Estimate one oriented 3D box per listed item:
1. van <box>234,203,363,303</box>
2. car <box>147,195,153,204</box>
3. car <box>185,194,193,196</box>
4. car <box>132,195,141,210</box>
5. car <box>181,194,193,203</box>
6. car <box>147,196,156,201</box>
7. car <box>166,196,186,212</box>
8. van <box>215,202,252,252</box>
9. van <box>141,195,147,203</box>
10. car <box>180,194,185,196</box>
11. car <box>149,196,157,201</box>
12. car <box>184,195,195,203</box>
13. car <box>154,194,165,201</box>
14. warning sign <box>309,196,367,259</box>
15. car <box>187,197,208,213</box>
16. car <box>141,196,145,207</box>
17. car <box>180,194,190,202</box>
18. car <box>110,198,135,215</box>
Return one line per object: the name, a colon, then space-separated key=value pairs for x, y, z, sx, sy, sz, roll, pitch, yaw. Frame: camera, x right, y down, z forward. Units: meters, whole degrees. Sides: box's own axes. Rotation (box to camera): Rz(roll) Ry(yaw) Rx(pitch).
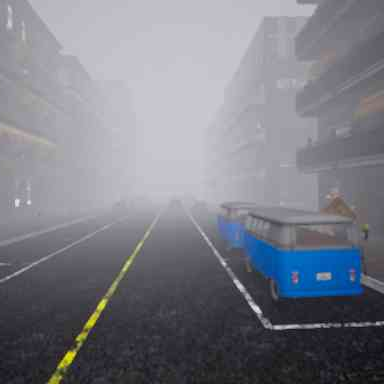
van: x=2.305 y=1.313 z=7.932 sx=1.690 sy=1.788 sz=3.998 roll=-1 pitch=0 yaw=-3
car: x=-9.154 y=1.411 z=63.433 sx=2.192 sy=1.841 sz=5.009 roll=-1 pitch=0 yaw=-3
car: x=-0.486 y=1.310 z=58.274 sx=2.192 sy=1.841 sz=5.009 roll=-1 pitch=0 yaw=-3
car: x=-7.888 y=1.524 z=41.060 sx=1.967 sy=1.590 sz=4.097 roll=-1 pitch=0 yaw=-3
car: x=-1.106 y=1.316 z=69.461 sx=2.192 sy=1.841 sz=5.009 roll=-1 pitch=0 yaw=-3
car: x=-10.398 y=1.690 z=85.806 sx=1.802 sy=1.307 sz=4.206 roll=-1 pitch=0 yaw=-3
car: x=-1.966 y=1.541 z=38.353 sx=1.812 sy=1.442 sz=4.674 roll=-1 pitch=0 yaw=-3
van: x=1.995 y=1.315 z=13.526 sx=1.690 sy=1.788 sz=3.998 roll=-1 pitch=0 yaw=-3
van: x=-8.510 y=1.431 z=52.247 sx=1.690 sy=1.788 sz=3.998 roll=-1 pitch=0 yaw=-3
car: x=-2.573 y=1.372 z=49.414 sx=2.097 sy=1.767 sz=4.553 roll=-1 pitch=0 yaw=-4
car: x=-10.708 y=1.693 z=91.400 sx=1.802 sy=1.307 sz=4.206 roll=-1 pitch=0 yaw=-3
car: x=0.130 y=1.515 z=47.257 sx=1.752 sy=1.417 sz=4.829 roll=-1 pitch=0 yaw=-3
car: x=-7.277 y=1.232 z=78.209 sx=1.882 sy=1.535 sz=5.008 roll=-1 pitch=0 yaw=-3
warning sign: x=4.566 y=1.060 z=10.499 sx=1.300 sy=1.860 sz=1.060 roll=0 pitch=1 yaw=-3
car: x=0.761 y=1.566 z=35.900 sx=1.802 sy=1.307 sz=4.206 roll=-1 pitch=0 yaw=-3
car: x=-8.195 y=1.637 z=46.654 sx=2.008 sy=1.369 sz=4.403 roll=-1 pitch=0 yaw=-3
car: x=-1.726 y=1.323 z=80.648 sx=2.192 sy=1.841 sz=5.009 roll=-1 pitch=0 yaw=-3
car: x=-7.574 y=1.663 z=35.467 sx=1.802 sy=1.307 sz=4.206 roll=-1 pitch=0 yaw=-3
